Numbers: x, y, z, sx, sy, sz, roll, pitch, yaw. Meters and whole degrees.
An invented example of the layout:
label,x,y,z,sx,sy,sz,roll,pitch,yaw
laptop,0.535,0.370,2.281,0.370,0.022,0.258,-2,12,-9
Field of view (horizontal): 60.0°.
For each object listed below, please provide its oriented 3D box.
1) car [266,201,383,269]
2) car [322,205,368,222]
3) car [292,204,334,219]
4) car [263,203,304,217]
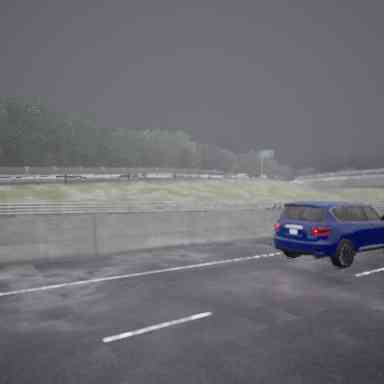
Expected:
label,x,y,z,sx,sy,sz,roll,pitch,yaw
car,5.337,1.342,11.870,5.566,2.045,2.150,1,0,-35
car,14.401,1.992,31.249,4.181,1.385,1.994,1,-1,-34
car,12.494,1.994,34.184,4.181,1.385,1.994,1,-1,-34
car,10.181,1.948,36.857,4.674,1.442,1.812,1,-1,-34
